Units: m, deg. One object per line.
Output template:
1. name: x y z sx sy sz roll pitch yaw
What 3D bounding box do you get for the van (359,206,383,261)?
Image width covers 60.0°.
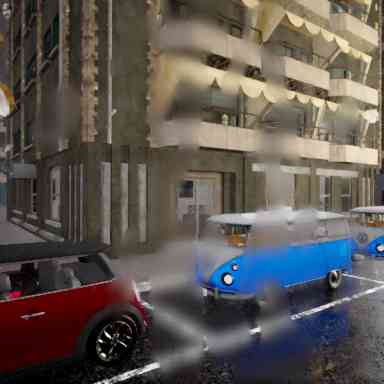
1. van: 6.529 1.345 10.780 3.998 1.788 1.690 0 0 -36

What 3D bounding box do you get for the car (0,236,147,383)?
1. car: -2.722 1.440 4.152 4.097 1.590 1.967 0 0 -36

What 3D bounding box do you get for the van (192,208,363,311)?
1. van: 1.904 1.343 7.466 3.998 1.788 1.690 0 0 -36
